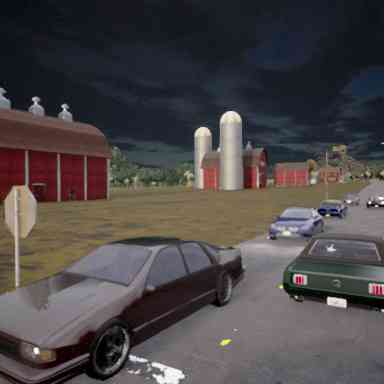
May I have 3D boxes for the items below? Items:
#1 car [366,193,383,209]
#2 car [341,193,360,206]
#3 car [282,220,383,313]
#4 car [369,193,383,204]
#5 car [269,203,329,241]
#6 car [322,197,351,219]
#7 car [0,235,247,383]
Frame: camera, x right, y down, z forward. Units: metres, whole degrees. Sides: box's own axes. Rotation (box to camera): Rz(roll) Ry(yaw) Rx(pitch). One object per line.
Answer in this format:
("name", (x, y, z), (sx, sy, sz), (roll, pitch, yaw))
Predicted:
("car", (19.199, 1.039, 34.471), (1.895, 1.301, 4.718), (0, 1, 30))
("car", (18.807, 0.864, 39.396), (2.128, 1.511, 4.902), (0, 1, 30))
("car", (3.587, 1.589, 7.595), (1.895, 1.301, 4.718), (0, 0, 30))
("car", (24.143, 0.792, 43.129), (1.895, 1.301, 4.718), (0, 1, 30))
("car", (5.137, 1.456, 15.963), (1.812, 1.442, 4.674), (0, 1, 30))
("car", (10.927, 1.319, 25.962), (1.895, 1.301, 4.718), (0, 1, 30))
("car", (-0.810, 1.541, 5.892), (2.033, 1.411, 5.357), (0, 0, 33))
